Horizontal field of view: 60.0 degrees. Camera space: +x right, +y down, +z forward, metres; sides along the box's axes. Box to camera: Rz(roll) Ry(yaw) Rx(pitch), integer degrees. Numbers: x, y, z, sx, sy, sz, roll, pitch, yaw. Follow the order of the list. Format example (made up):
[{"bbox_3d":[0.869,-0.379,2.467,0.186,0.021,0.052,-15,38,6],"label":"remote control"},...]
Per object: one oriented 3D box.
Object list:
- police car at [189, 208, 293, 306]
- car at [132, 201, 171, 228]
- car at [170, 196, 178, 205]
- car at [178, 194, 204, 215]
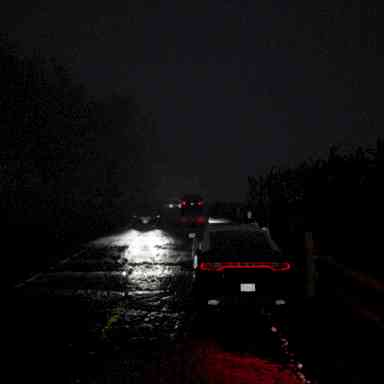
[{"bbox_3d":[0.949,1.423,8.251,1.930,1.638,5.238,0,0,0],"label":"police car"},{"bbox_3d":[-2.785,1.487,22.227,2.128,1.511,4.902,0,0,0],"label":"car"},{"bbox_3d":[-2.842,1.472,59.955,1.882,1.535,5.008,0,0,0],"label":"car"},{"bbox_3d":[0.011,1.216,33.869,2.150,2.045,5.566,0,0,0],"label":"car"}]
